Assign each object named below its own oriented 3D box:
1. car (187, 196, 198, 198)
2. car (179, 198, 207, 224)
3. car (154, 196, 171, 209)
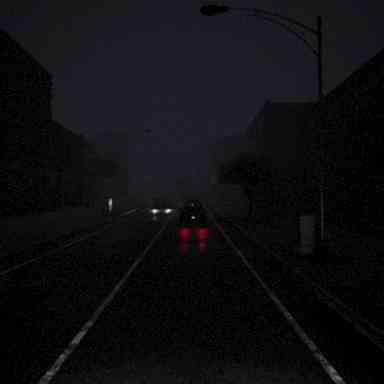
[{"bbox_3d":[0.051,1.232,42.875,1.837,1.490,4.892,0,1,0],"label":"car"},{"bbox_3d":[0.074,1.445,24.287,2.128,1.511,4.902,0,1,0],"label":"car"},{"bbox_3d":[-3.629,1.228,41.438,1.882,1.535,5.008,0,1,0],"label":"car"}]
